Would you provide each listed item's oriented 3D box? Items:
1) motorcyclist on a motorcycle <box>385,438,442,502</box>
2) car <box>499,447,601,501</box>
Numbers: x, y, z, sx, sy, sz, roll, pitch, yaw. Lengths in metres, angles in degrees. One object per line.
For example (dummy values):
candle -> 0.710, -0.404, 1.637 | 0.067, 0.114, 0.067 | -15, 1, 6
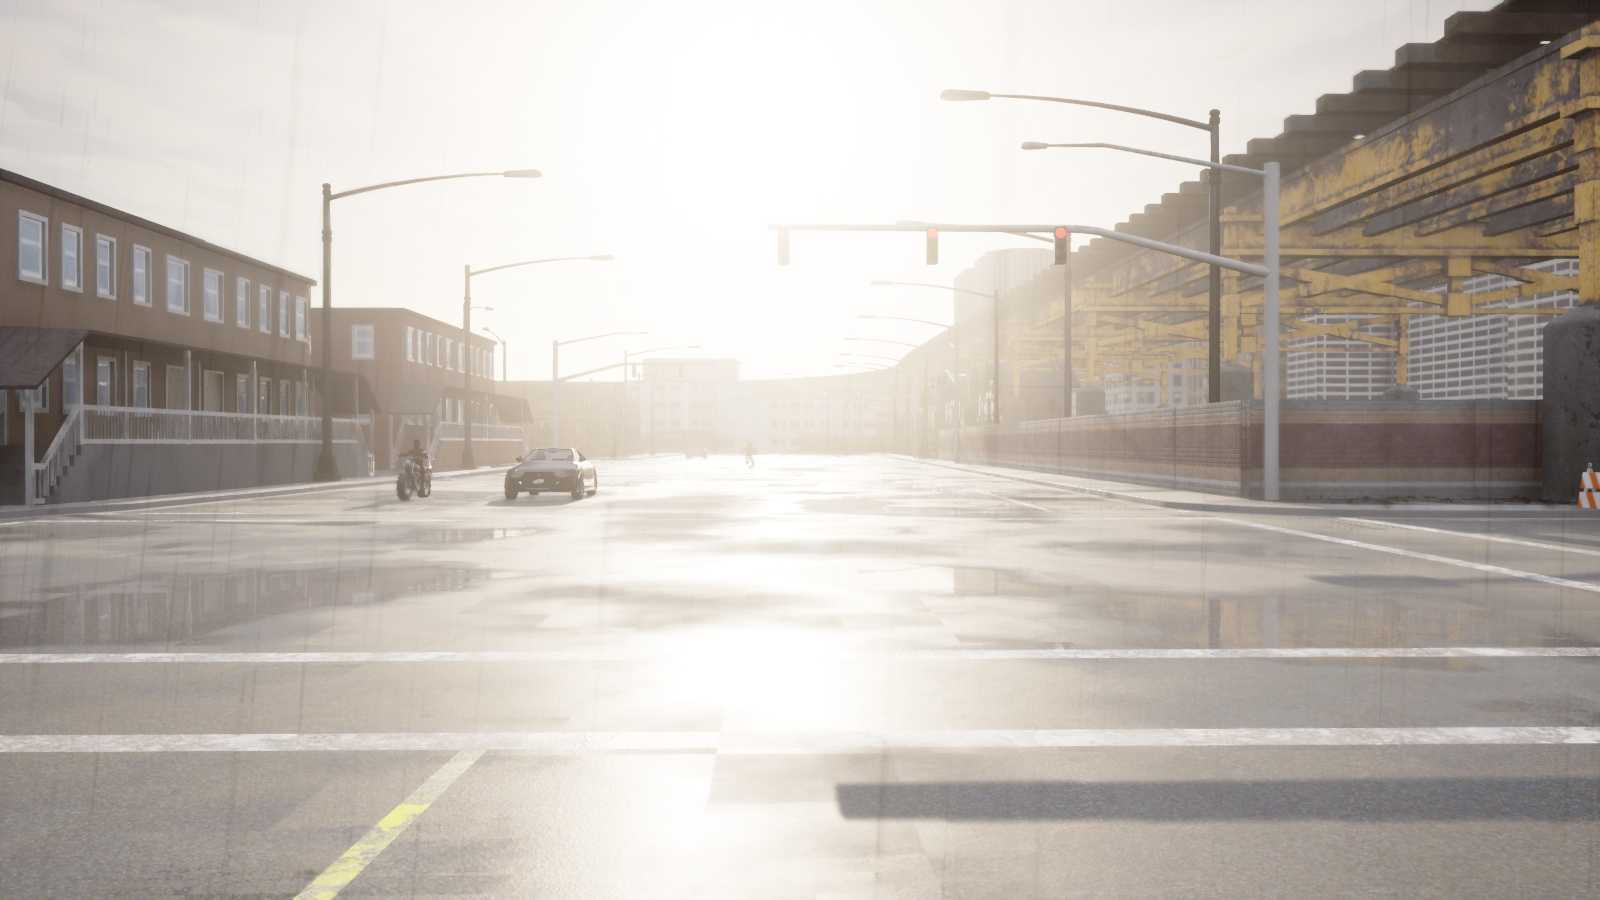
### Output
motorcyclist on a motorcycle -> -10.294, 0.499, 33.524 | 0.766, 1.649, 2.350 | 0, 0, 0
car -> -6.793, 0.610, 34.588 | 1.994, 1.385, 4.181 | 0, 0, 0
